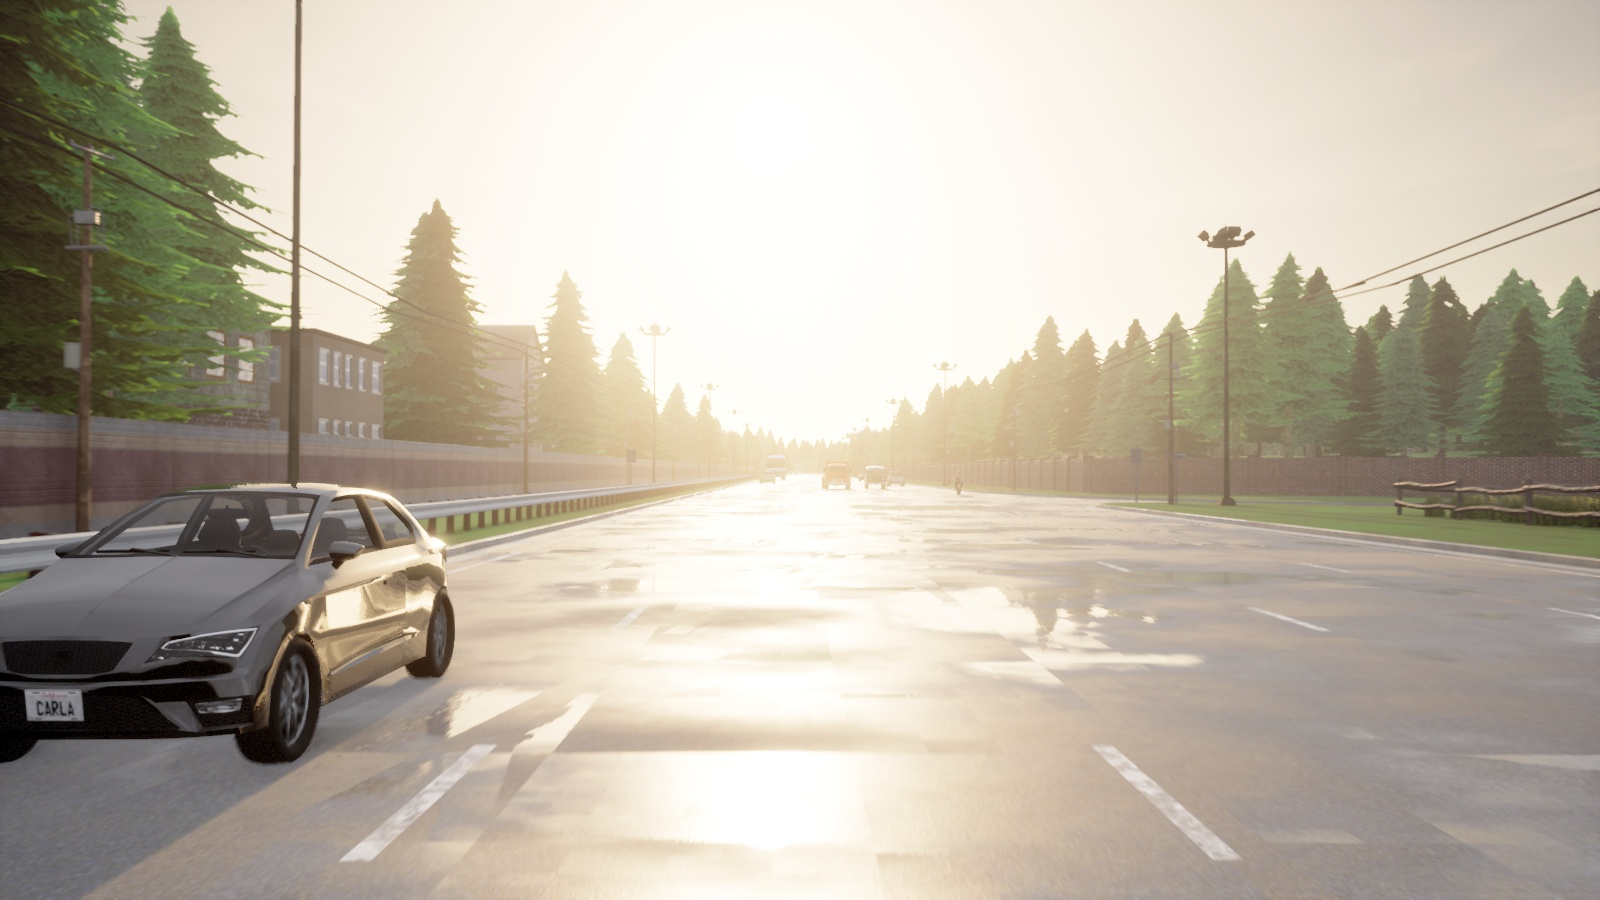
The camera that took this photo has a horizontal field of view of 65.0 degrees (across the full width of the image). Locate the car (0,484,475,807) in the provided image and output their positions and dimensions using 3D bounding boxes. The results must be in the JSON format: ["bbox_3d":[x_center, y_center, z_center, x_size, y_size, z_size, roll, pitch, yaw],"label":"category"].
[{"bbox_3d":[-3.520,0.976,8.015,1.816,1.474,4.193,0,-1,0],"label":"car"}]
